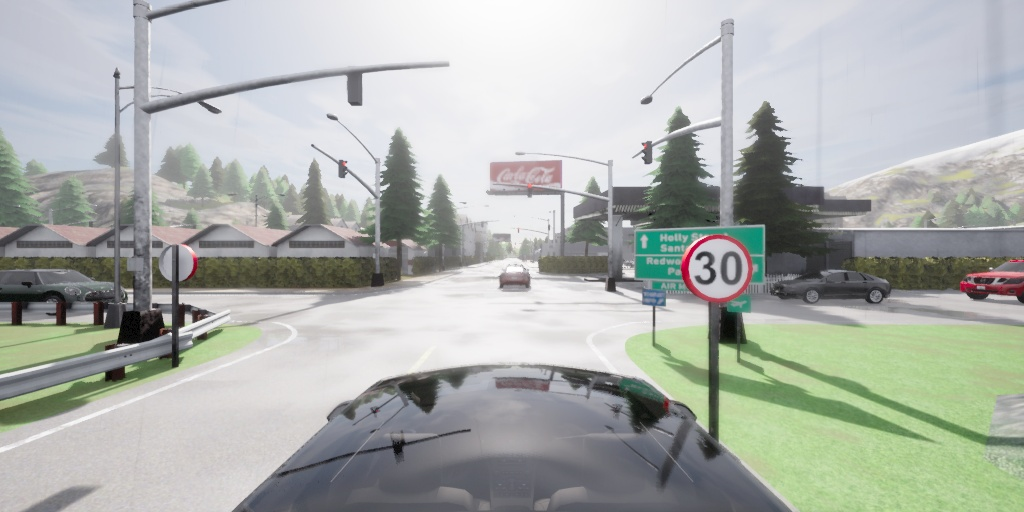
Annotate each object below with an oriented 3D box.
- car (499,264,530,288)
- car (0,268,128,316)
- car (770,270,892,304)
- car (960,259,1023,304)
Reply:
[{"bbox_3d":[0.204,1.314,24.022,1.994,1.385,4.181,0,0,2],"label":"car"},{"bbox_3d":[-17.996,1.294,13.990,4.553,1.767,2.097,0,0,1],"label":"car"},{"bbox_3d":[15.201,1.446,17.248,4.892,1.490,1.837,0,0,1],"label":"car"},{"bbox_3d":[25.171,1.163,17.117,5.566,2.045,2.150,0,0,0],"label":"car"}]
